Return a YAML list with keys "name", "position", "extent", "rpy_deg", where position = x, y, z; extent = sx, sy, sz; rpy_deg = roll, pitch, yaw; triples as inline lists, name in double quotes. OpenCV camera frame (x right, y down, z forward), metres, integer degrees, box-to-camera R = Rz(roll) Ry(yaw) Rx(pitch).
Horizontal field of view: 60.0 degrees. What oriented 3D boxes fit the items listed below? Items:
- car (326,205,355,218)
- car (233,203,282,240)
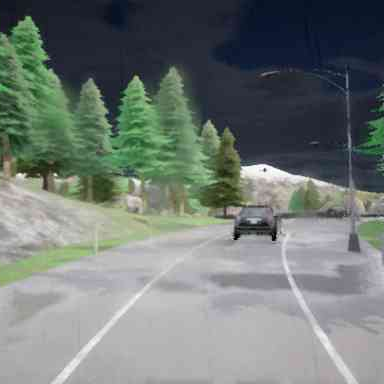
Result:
- name: "car"
  position: [17.000, 2.278, 38.084]
  extent: [4.674, 1.442, 1.812]
  rpy_deg: [3, -6, -44]
- name: "car"
  position: [3.612, 1.469, 17.734]
  extent: [2.097, 1.767, 4.553]
  rpy_deg: [-1, -1, 19]
